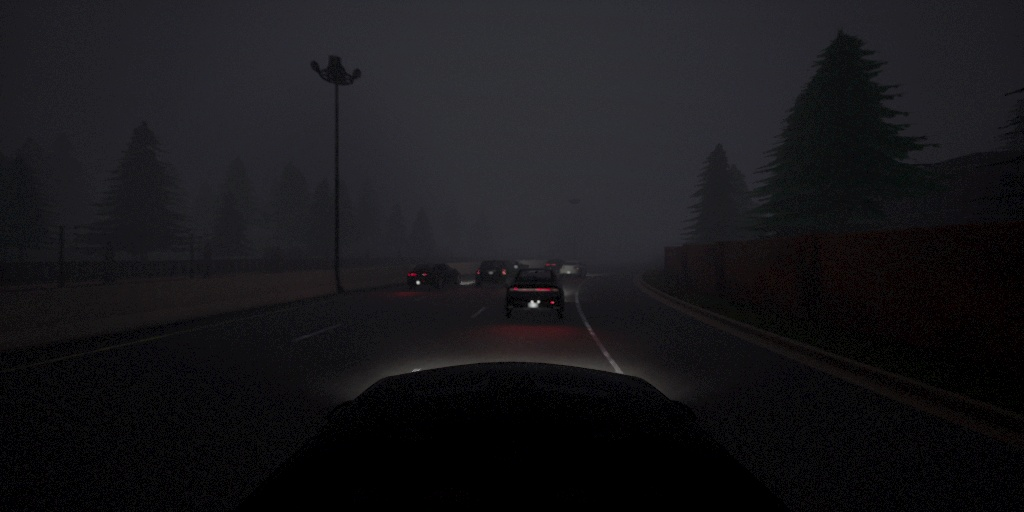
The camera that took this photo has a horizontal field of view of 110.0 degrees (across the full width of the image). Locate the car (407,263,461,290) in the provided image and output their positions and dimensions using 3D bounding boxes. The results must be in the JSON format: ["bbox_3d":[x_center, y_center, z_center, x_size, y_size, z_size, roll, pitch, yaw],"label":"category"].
[{"bbox_3d":[-4.634,1.156,21.819,1.837,1.490,4.892,0,1,11],"label":"car"}]

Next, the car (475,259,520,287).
[{"bbox_3d":[-0.776,0.999,23.083,2.097,1.767,4.553,0,0,13],"label":"car"}]

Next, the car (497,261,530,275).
[{"bbox_3d":[0.224,1.178,37.748,1.895,1.301,4.718,0,0,22],"label":"car"}]

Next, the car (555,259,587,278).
[{"bbox_3d":[5.489,1.135,32.022,1.812,1.442,4.674,0,0,20],"label":"car"}]

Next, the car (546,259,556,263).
[{"bbox_3d":[5.051,1.075,40.132,1.837,1.490,4.892,0,0,24],"label":"car"}]

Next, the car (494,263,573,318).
[{"bbox_3d":[0.885,1.189,12.745,2.128,1.511,4.902,0,0,6],"label":"car"}]
